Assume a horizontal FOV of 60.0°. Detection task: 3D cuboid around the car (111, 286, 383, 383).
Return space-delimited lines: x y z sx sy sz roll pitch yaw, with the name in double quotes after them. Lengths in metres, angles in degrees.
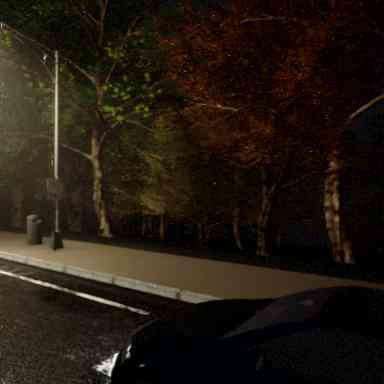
1.257 1.564 2.790 4.181 1.385 1.994 0 0 35 "car"
